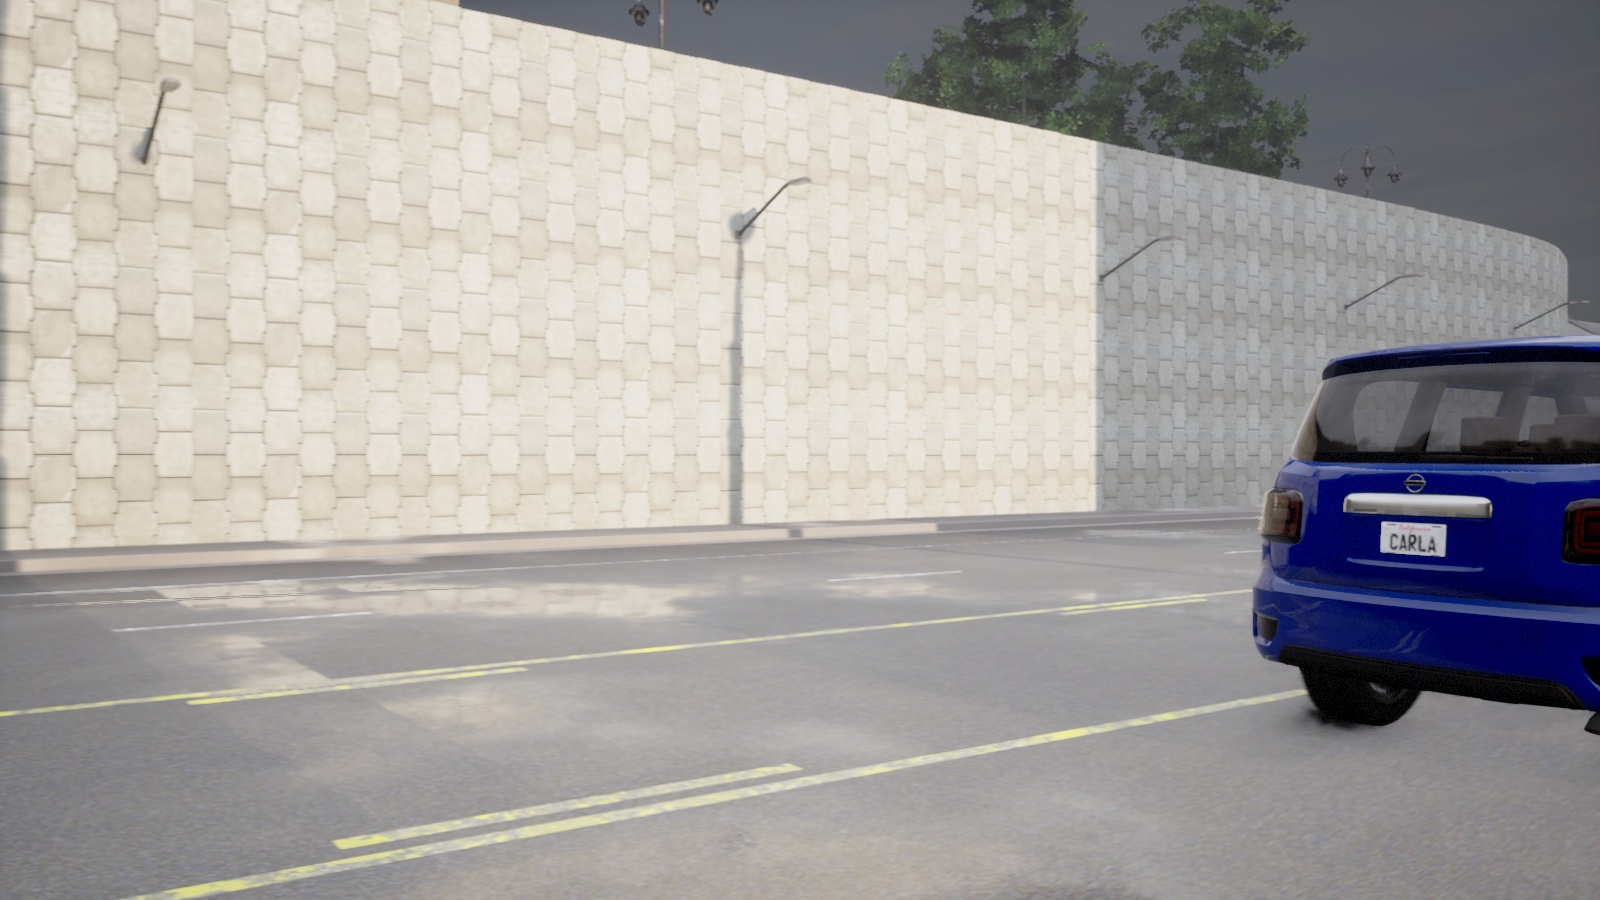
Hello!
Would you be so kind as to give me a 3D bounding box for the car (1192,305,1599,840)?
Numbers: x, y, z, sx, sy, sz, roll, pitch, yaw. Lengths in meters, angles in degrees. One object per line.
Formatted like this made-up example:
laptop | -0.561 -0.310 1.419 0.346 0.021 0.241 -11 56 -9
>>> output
car | 4.886 0.471 7.061 5.566 2.045 2.150 0 0 -35
